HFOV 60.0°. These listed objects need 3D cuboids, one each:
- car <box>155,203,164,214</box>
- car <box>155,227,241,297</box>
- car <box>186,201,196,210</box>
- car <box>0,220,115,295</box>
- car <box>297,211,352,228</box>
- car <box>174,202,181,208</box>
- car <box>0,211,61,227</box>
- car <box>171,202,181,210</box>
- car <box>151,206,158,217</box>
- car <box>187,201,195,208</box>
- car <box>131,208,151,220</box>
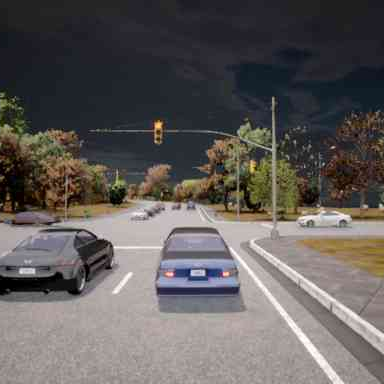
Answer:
[{"bbox_3d":[-7.228,3.512,64.940,2.033,1.411,5.357,0,0,0],"label":"car"},{"bbox_3d":[0.066,1.644,8.869,2.033,1.411,5.357,0,-1,-1],"label":"car"},{"bbox_3d":[-0.229,3.282,77.751,2.097,1.767,4.553,0,0,0],"label":"car"},{"bbox_3d":[-3.447,1.662,8.976,1.994,1.385,4.181,0,-1,0],"label":"car"},{"bbox_3d":[11.743,2.405,29.591,4.674,1.442,1.812,0,-3,-1],"label":"car"},{"bbox_3d":[-3.877,3.396,88.186,1.837,1.490,4.892,0,0,-4],"label":"car"},{"bbox_3d":[-14.769,2.476,30.582,5.357,1.411,2.033,0,-3,8],"label":"car"},{"bbox_3d":[-3.730,3.457,78.210,1.812,1.442,4.674,0,0,0],"label":"car"},{"bbox_3d":[-7.251,3.450,55.192,1.895,1.301,4.718,0,-1,0],"label":"car"},{"bbox_3d":[-0.354,3.211,87.929,1.882,1.535,5.008,0,0,-4],"label":"car"},{"bbox_3d":[-7.241,3.128,46.173,1.812,1.442,4.674,0,-2,0],"label":"car"}]
